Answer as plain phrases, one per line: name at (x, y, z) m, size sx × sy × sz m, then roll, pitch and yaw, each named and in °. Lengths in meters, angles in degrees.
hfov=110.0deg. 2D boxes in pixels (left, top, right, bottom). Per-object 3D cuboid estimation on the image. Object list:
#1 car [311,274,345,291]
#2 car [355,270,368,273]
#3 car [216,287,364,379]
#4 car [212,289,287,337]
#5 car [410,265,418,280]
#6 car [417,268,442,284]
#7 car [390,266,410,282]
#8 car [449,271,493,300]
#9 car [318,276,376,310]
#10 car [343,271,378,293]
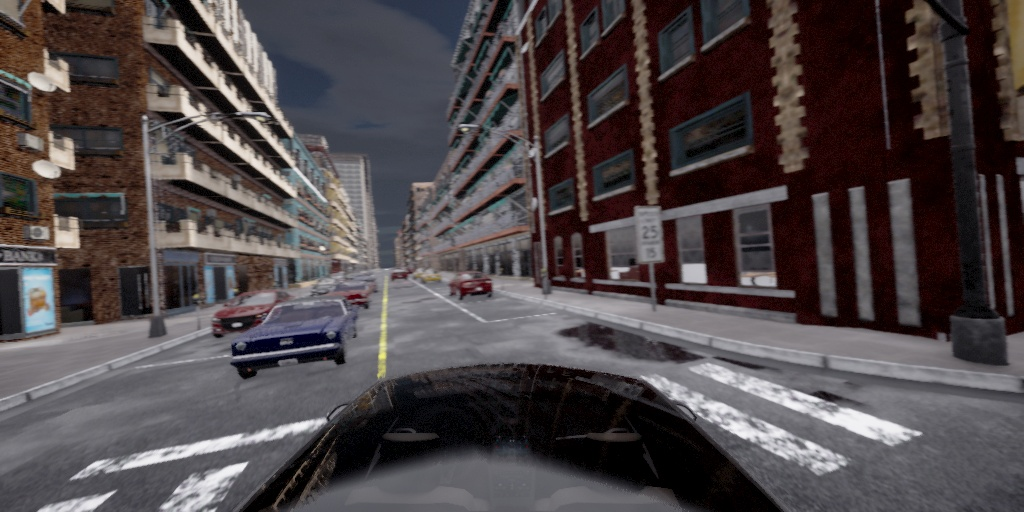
car at (-13.987, 2.351, 27.238) m, size 2.007 × 1.370 × 4.403 m, roll 0°, pitch 0°, yaw -19°
car at (-23.312, 3.124, 54.066) m, size 1.948 × 1.339 × 4.313 m, roll 0°, pitch 0°, yaw -19°
car at (-4.828, 1.689, 8.622) m, size 1.895 × 1.301 × 4.718 m, roll -4°, pitch 0°, yaw -19°
car at (-9.282, 1.963, 13.306) m, size 1.888 × 1.381 × 4.507 m, roll 0°, pitch 0°, yaw -19°
car at (-11.744, 2.239, 46.257) m, size 1.751 × 1.417 × 4.829 m, roll 0°, pitch 0°, yaw -19°
car at (-8.015, 1.936, 35.526) m, size 1.751 × 1.417 × 4.829 m, roll 0°, pitch 0°, yaw -19°
car at (-14.483, 2.385, 46.113) m, size 1.882 × 1.535 × 5.008 m, roll -4°, pitch 0°, yaw -19°
car at (-2.268, 1.496, 19.306) m, size 1.888 × 1.381 × 4.507 m, roll 0°, pitch 0°, yaw -19°
car at (-8.068, 1.950, 17.953) m, size 1.895 × 1.301 × 4.718 m, roll -4°, pitch 0°, yaw -19°
car at (-11.371, 2.181, 27.453) m, size 1.994 × 1.385 × 4.181 m, roll -4°, pitch 0°, yaw -20°
